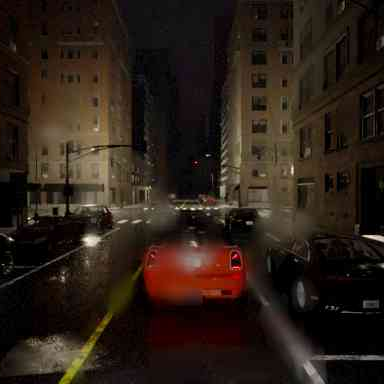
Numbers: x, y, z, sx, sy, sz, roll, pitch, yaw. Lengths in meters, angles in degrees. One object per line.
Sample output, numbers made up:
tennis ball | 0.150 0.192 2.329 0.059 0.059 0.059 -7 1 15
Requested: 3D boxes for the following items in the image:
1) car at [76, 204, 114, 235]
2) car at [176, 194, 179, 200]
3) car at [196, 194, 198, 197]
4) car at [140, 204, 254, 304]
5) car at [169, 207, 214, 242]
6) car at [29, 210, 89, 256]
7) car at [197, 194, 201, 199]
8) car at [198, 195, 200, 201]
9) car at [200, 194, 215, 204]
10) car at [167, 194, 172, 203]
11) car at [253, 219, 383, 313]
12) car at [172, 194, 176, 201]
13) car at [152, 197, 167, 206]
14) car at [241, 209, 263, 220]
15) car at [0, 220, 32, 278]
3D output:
car | -5.691 1.441 18.466 1.967 1.590 4.097 0 0 0
car | -5.679 1.457 93.429 2.192 1.841 5.009 0 0 0
car | 2.843 1.560 88.019 1.967 1.590 4.097 0 0 0
car | 0.053 1.352 8.334 2.097 1.767 4.553 0 0 0
car | -0.016 1.564 16.988 1.994 1.385 4.181 0 0 0
car | -5.685 1.582 12.964 1.802 1.307 4.206 0 0 0
car | 2.836 1.524 77.202 1.967 1.590 4.097 0 0 0
car | 2.831 1.607 66.383 2.008 1.369 4.403 0 0 0
car | 2.823 1.476 55.566 1.967 1.590 4.097 0 0 0
car | -5.694 1.606 66.385 2.008 1.369 4.403 0 0 0
car | 2.847 1.551 7.473 2.008 1.369 4.403 0 0 0
car | -5.685 1.626 82.441 1.752 1.417 4.829 0 0 0
car | -5.701 1.618 55.569 1.802 1.307 4.206 0 0 0
car | 2.834 1.566 18.475 1.947 1.339 4.313 0 0 0
car | -5.678 1.565 7.463 1.947 1.339 4.313 0 0 0
